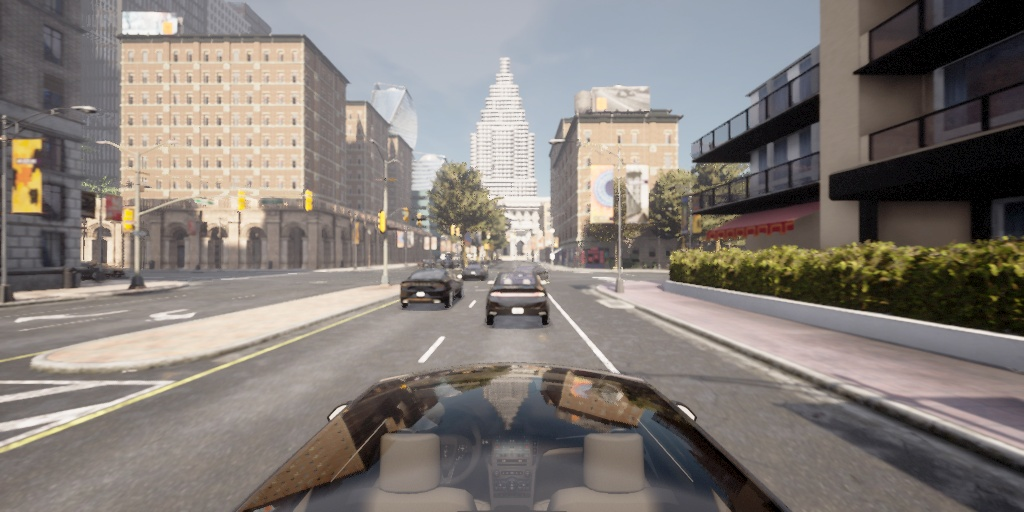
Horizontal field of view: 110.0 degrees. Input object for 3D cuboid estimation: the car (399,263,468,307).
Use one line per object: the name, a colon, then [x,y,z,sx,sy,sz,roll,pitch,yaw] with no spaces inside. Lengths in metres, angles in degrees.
car: [-3.301,1.244,15.501,1.882,1.535,5.008,0,0,0]

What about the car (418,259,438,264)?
car: [-14.525,1.328,63.162,1.837,1.490,4.892,0,0,0]

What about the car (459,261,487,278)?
car: [-3.175,1.351,31.525,1.994,1.385,4.181,0,0,1]

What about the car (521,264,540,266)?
car: [1.427,1.330,26.615,2.033,1.411,5.357,0,0,19]

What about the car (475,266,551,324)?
car: [0.173,1.255,11.993,2.128,1.511,4.902,0,0,0]

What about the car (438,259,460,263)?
car: [-11.025,1.316,63.153,2.128,1.511,4.902,0,0,0]

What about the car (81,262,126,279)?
car: [-37.403,1.279,31.856,4.892,1.490,1.837,0,0,0]
